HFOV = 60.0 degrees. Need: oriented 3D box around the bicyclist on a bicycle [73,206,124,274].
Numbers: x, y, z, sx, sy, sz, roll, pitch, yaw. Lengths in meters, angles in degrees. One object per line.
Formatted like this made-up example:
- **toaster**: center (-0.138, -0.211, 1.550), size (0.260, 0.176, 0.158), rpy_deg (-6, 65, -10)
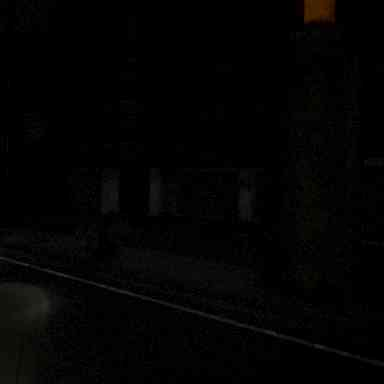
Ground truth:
- **bicyclist on a bicycle**: center (-2.403, 1.151, 8.544), size (0.582, 1.620, 1.656), rpy_deg (2, 11, 34)
